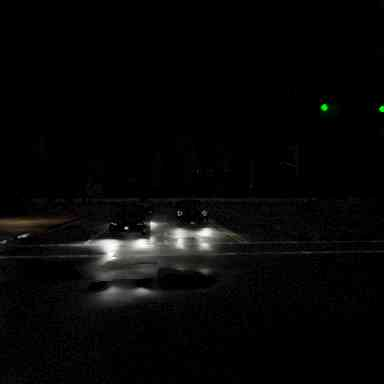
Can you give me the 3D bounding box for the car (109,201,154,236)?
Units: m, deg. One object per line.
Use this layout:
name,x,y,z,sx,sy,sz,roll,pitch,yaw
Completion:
car,-3.339,1.505,18.604,1.837,1.490,4.892,0,0,-3

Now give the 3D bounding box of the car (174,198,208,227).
car,-0.144,1.352,22.993,2.097,1.767,4.553,0,0,-5
